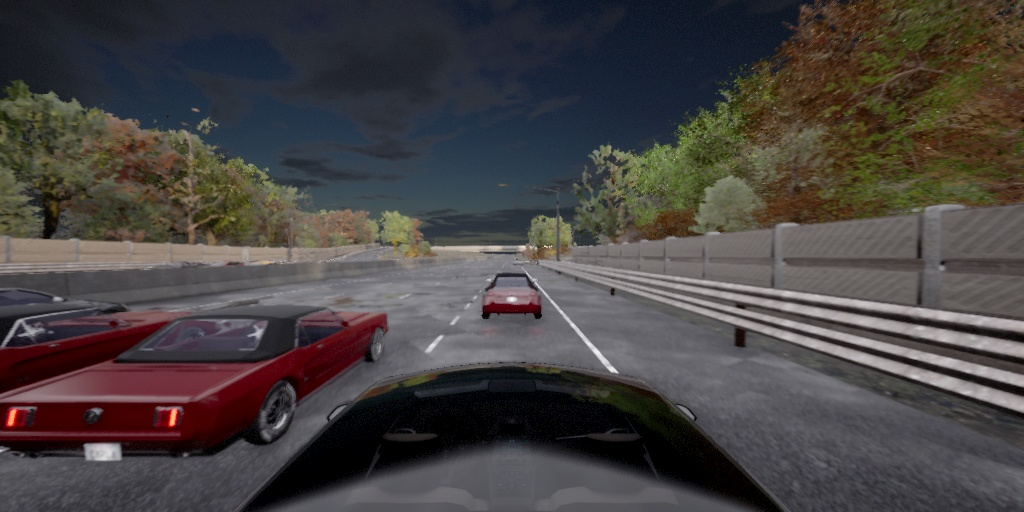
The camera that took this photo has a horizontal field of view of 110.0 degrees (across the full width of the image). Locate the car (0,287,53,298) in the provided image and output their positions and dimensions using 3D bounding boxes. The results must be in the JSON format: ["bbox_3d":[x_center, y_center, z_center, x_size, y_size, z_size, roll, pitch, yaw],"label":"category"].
[{"bbox_3d":[-10.400,1.306,7.176,1.994,1.385,4.181,0,0,0],"label":"car"}]

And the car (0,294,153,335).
[{"bbox_3d":[-6.900,1.345,5.217,1.895,1.301,4.718,0,0,0],"label":"car"}]

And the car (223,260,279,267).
[{"bbox_3d":[-21.043,1.208,30.030,1.882,1.535,5.008,0,1,1],"label":"car"}]

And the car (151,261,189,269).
[{"bbox_3d":[-31.556,1.221,34.195,2.128,1.511,4.902,0,0,1],"label":"car"}]

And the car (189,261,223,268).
[{"bbox_3d":[-28.060,1.209,35.004,1.882,1.535,5.008,0,0,1],"label":"car"}]

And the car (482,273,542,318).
[{"bbox_3d":[-0.004,1.301,12.999,1.994,1.385,4.181,0,0,0],"label":"car"}]

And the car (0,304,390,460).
[{"bbox_3d":[-3.400,1.346,5.206,1.895,1.301,4.718,0,0,0],"label":"car"}]
